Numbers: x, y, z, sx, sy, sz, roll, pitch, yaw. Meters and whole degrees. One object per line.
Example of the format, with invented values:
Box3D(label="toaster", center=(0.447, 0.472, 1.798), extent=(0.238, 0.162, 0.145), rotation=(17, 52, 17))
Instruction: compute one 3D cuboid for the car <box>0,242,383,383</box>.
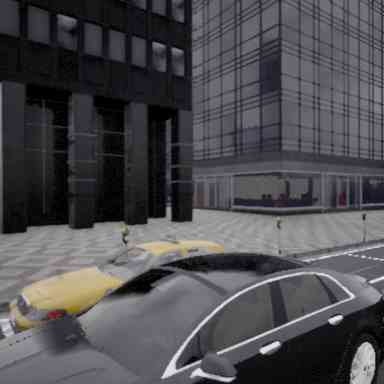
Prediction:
Box3D(label="car", center=(0.191, 1.503, 3.502), extent=(4.892, 1.490, 1.837), rotation=(0, 0, -35))

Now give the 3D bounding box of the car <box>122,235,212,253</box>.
Box3D(label="car", center=(-0.622, 1.523, 6.210), extent=(4.829, 1.417, 1.752), rotation=(0, 0, -36))
